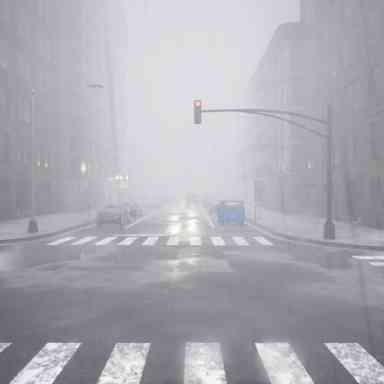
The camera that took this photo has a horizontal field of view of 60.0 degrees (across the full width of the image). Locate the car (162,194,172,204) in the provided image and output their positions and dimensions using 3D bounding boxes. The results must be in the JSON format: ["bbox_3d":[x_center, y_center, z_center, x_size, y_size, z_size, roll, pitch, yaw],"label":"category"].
[{"bbox_3d":[-5.389,1.547,62.928,1.947,1.339,4.313,0,0,0],"label":"car"}]

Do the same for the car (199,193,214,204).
[{"bbox_3d":[2.637,1.305,51.571,2.192,1.841,5.009,0,0,0],"label":"car"}]

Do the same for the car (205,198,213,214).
[{"bbox_3d":[2.637,1.580,34.526,1.802,1.307,4.206,0,0,0],"label":"car"}]

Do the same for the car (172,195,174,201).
[{"bbox_3d":[-5.389,1.292,68.610,2.192,1.841,5.009,0,0,0],"label":"car"}]

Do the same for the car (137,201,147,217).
[{"bbox_3d":[-5.389,1.543,28.837,1.887,1.381,4.507,0,0,0],"label":"car"}]

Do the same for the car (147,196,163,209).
[{"bbox_3d":[-5.389,1.519,45.713,1.752,1.417,4.829,0,0,0],"label":"car"}]

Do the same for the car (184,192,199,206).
[{"bbox_3d":[0.103,1.208,56.480,2.150,2.045,5.566,0,0,0],"label":"car"}]

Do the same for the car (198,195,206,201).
[{"bbox_3d":[2.636,1.530,85.658,1.947,1.339,4.313,0,0,0],"label":"car"}]

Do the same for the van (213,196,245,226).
[{"bbox_3d":[2.636,1.340,23.164,1.690,1.788,3.998,0,0,0],"label":"van"}]

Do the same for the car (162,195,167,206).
[{"bbox_3d":[-5.388,1.556,51.565,1.947,1.339,4.313,0,0,0],"label":"car"}]

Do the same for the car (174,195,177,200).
[{"bbox_3d":[-5.389,1.409,79.973,1.967,1.590,4.097,0,0,0],"label":"car"}]

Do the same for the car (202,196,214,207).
[{"bbox_3d":[2.637,1.576,45.889,1.802,1.307,4.206,0,0,0],"label":"car"}]

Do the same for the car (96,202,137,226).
[{"bbox_3d":[-5.389,1.549,23.155,2.008,1.369,4.403,0,0,0],"label":"car"}]

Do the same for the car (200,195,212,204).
[{"bbox_3d":[2.636,1.422,62.933,1.967,1.590,4.097,0,0,0],"label":"car"}]

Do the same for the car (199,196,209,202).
[{"bbox_3d":[2.636,1.524,74.295,2.008,1.369,4.403,0,0,0],"label":"car"}]
